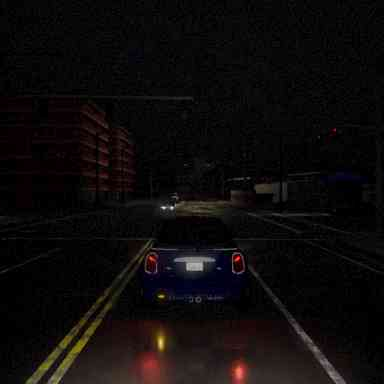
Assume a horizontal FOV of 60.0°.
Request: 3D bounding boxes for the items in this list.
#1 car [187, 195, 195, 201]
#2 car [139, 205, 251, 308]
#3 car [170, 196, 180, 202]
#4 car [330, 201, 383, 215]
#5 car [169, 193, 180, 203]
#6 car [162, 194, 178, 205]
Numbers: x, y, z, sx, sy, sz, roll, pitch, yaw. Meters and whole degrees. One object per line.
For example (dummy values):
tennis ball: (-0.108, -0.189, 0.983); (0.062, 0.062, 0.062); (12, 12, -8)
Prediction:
car: (-0.189, 1.500, 81.242); (1.837, 1.490, 4.892); (0, 0, 0)
car: (0.056, 1.352, 8.077); (2.097, 1.767, 4.553); (0, 0, 0)
car: (-3.673, 1.540, 74.222); (2.033, 1.411, 5.357); (0, 0, 0)
car: (16.390, 1.601, 33.161); (4.718, 1.301, 1.895); (0, 0, 0)
car: (-3.699, 1.221, 63.748); (2.150, 2.045, 5.566); (0, 0, 0)
car: (-3.719, 1.547, 53.458); (2.033, 1.411, 5.357); (0, 0, 0)
